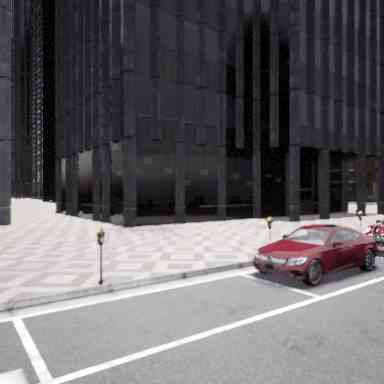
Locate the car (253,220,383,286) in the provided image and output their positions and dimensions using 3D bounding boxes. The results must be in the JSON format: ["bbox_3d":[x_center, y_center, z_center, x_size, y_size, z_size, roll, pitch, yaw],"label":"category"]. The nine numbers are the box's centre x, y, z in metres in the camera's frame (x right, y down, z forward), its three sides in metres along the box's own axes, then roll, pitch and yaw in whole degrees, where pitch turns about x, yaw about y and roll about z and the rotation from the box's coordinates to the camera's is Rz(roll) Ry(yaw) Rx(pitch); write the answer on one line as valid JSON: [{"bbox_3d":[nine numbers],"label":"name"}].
[{"bbox_3d":[3.588,1.579,9.327,4.206,1.307,1.802,0,0,-36],"label":"car"}]
